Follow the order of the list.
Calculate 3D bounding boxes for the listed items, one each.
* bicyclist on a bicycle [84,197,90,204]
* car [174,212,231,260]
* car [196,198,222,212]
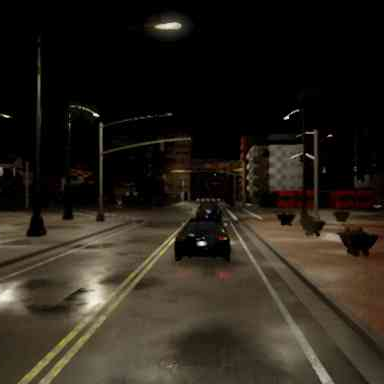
[{"bbox_3d":[-24.687,2.054,78.333,1.656,1.620,0.582,0,-1,-42],"label":"bicyclist on a bicycle"},{"bbox_3d":[0.473,1.691,12.992,1.994,1.385,4.181,0,0,4],"label":"car"},{"bbox_3d":[1.445,1.624,27.934,2.097,1.767,4.553,0,-1,4],"label":"car"}]
